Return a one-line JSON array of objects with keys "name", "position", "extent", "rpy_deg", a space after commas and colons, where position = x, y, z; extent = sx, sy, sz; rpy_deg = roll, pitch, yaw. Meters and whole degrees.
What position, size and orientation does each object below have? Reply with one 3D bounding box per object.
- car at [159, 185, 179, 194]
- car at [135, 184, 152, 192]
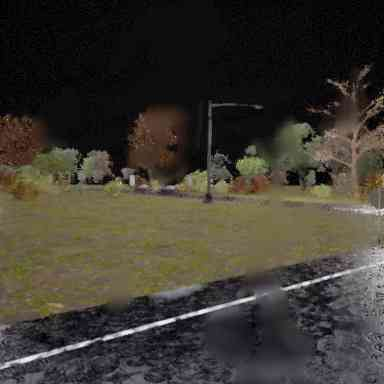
[{"name": "car", "position": [-3.989, -0.449, 57.813], "extent": [1.812, 1.442, 4.674], "rpy_deg": [0, 2, -36]}, {"name": "car", "position": [-9.580, -0.759, 65.607], "extent": [1.812, 1.442, 4.674], "rpy_deg": [0, 2, -36]}]
